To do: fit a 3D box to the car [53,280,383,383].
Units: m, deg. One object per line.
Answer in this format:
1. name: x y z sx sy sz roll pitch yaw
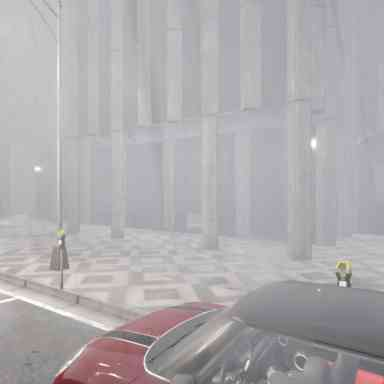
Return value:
1. car: 0.744 1.440 2.436 4.097 1.590 1.967 0 0 35
